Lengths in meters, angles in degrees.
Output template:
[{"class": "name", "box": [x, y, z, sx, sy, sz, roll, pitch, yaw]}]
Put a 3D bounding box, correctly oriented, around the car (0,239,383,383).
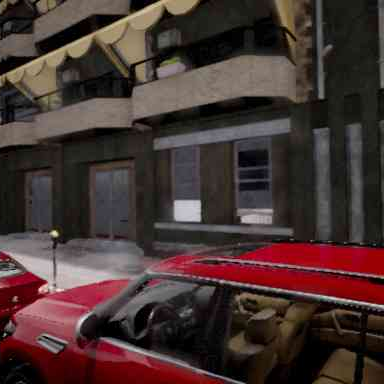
[{"class": "car", "box": [0.506, 1.321, 2.533, 5.009, 1.841, 2.192, 0, -1, 36]}]
